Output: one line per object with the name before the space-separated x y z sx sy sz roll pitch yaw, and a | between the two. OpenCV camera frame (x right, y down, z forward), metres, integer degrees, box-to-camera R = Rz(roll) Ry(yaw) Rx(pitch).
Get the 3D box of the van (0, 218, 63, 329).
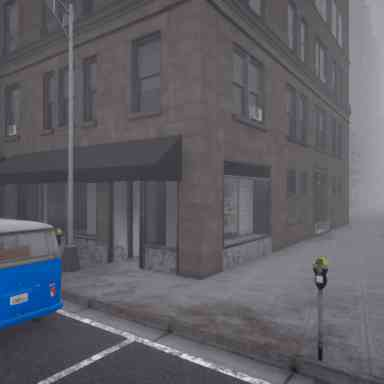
van | -4.055 1.340 5.973 3.998 1.788 1.690 0 0 36
